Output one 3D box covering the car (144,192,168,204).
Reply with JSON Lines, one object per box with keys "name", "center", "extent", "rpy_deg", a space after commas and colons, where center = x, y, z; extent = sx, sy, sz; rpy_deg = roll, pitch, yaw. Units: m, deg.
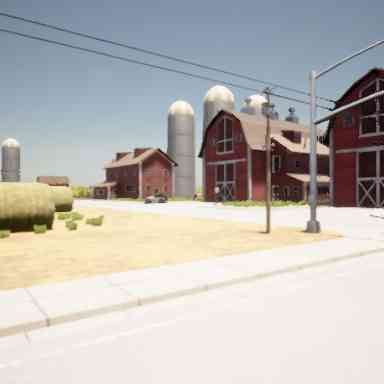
{"name": "car", "center": [-5.973, 0.985, 56.225], "extent": [3.866, 1.878, 1.905], "rpy_deg": [-2, 6, 11]}
